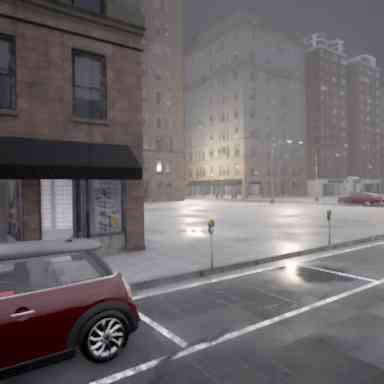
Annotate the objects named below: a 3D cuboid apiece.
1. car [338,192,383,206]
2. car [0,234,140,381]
[{"bbox_3d":[18.526,0.772,36.666,1.812,1.442,4.674,-1,1,-36],"label":"car"},{"bbox_3d":[-2.837,1.440,4.164,4.097,1.590,1.967,-1,1,-36],"label":"car"}]
